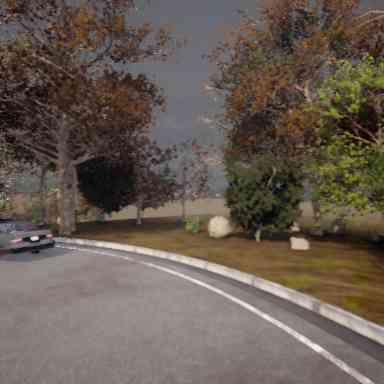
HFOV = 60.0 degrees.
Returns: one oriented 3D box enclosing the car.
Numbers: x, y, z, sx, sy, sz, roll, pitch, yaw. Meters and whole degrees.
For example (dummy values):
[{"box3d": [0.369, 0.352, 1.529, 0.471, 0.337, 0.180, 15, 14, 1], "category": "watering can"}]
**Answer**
[{"box3d": [-7.646, 1.711, 12.879, 5.357, 1.411, 2.033, -1, 0, 31], "category": "car"}]
